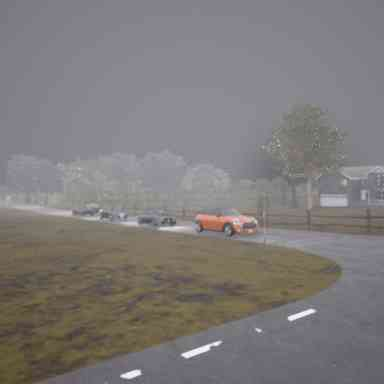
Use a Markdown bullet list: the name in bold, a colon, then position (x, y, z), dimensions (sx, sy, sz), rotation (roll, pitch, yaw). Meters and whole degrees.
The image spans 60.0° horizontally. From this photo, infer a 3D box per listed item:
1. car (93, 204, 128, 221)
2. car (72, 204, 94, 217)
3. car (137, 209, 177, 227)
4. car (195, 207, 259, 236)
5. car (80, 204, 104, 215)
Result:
- **car**: position (-8.726, 2.357, 36.676), dimensions (2.128, 1.511, 4.902), rotation (0, -1, -36)
- **car**: position (-14.767, 2.669, 45.121), dimensions (1.895, 1.301, 4.718), rotation (0, -1, -35)
- **car**: position (-3.080, 2.219, 28.829), dimensions (1.994, 1.385, 4.181), rotation (0, -1, -36)
- **car**: position (2.160, 1.791, 21.541), dimensions (2.097, 1.767, 4.553), rotation (0, -1, -36)
- **car**: position (-15.395, 2.626, 50.970), dimensions (1.882, 1.535, 5.008), rotation (0, -1, -36)
